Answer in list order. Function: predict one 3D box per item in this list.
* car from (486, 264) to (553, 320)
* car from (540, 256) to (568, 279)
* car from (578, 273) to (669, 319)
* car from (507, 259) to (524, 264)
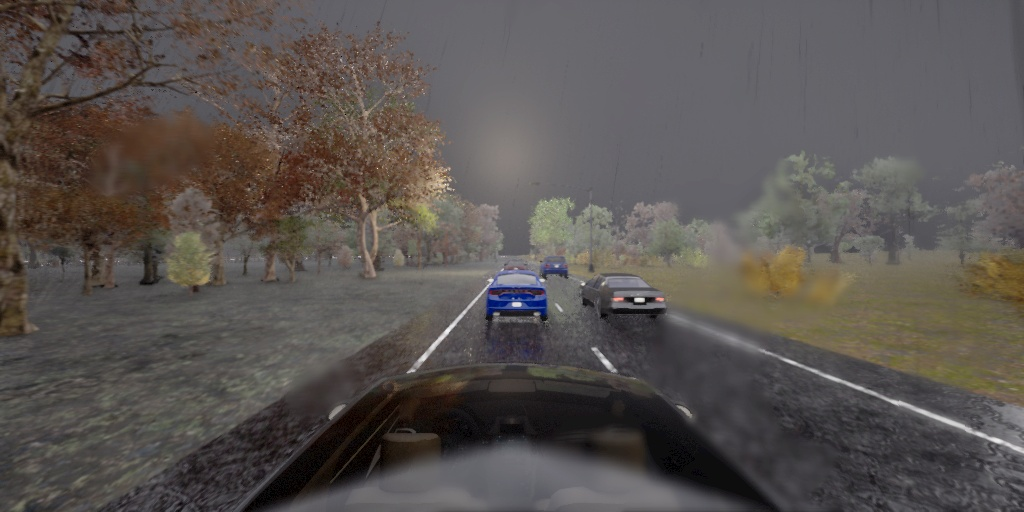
[{"bbox_3d":[0.158,1.231,12.680,1.882,1.535,5.008,0,0,0],"label":"car"},{"bbox_3d":[3.817,0.985,33.149,2.150,2.045,5.566,0,0,0],"label":"car"},{"bbox_3d":[3.660,1.303,12.752,2.033,1.411,5.357,0,0,0],"label":"car"},{"bbox_3d":[0.317,1.114,33.151,2.097,1.767,4.553,0,0,0],"label":"car"}]
